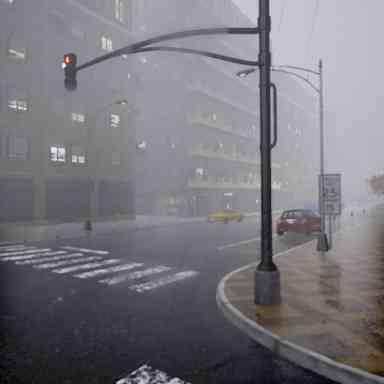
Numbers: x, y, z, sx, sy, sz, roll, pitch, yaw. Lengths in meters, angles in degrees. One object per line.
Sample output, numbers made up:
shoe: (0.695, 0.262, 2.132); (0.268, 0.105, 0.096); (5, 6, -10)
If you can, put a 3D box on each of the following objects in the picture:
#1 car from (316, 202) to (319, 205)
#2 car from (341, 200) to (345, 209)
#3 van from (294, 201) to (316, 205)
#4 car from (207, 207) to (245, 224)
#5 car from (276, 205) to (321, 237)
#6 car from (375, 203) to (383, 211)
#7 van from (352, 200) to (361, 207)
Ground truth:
car: (19.467, 2.402, 52.888); (1.967, 1.590, 4.097); (-2, -2, 35)
car: (29.238, 2.543, 66.739); (2.192, 1.841, 5.009); (-2, -2, 35)
van: (16.209, 2.214, 48.276); (1.690, 1.788, 3.998); (-2, -2, 35)
car: (3.083, 2.041, 29.668); (1.752, 1.417, 4.829); (-2, -2, 35)
car: (6.718, 1.768, 20.405); (1.967, 1.590, 4.097); (-2, -2, 35)
car: (32.779, 2.603, 57.327); (1.947, 1.339, 4.313); (-2, -2, 35)
van: (42.232, 2.926, 85.226); (1.690, 1.788, 3.998); (-2, -2, 35)
